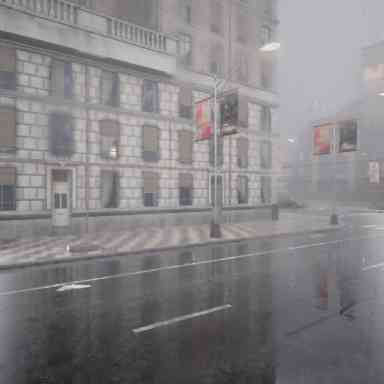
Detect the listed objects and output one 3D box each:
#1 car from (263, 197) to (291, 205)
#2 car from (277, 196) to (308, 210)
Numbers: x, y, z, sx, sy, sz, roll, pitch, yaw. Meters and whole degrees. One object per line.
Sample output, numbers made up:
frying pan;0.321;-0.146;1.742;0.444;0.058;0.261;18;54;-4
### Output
car;14.931;1.601;58.480;1.895;1.301;4.718;0;0;-37
car;12.434;1.354;42.204;2.097;1.767;4.553;0;0;-36
